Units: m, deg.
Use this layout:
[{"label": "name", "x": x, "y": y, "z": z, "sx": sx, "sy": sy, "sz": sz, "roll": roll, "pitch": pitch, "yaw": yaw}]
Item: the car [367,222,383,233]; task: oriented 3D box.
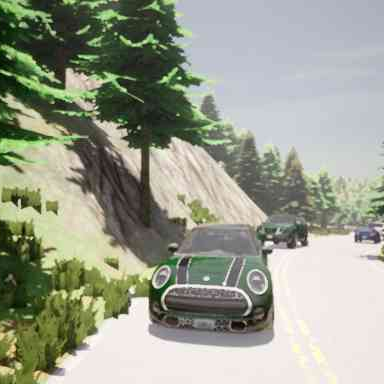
[{"label": "car", "x": 22.063, "y": 4.665, "z": 39.653, "sx": 2.150, "sy": 2.045, "sz": 5.566, "roll": -1, "pitch": -6, "yaw": 33}]

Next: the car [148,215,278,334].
[{"label": "car", "x": 0.636, "y": 1.496, "z": 7.269, "sx": 2.097, "sy": 1.767, "sz": 4.553, "roll": 0, "pitch": -2, "yaw": 12}]

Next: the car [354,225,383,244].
[{"label": "car", "x": 16.362, "y": 4.006, "z": 31.005, "sx": 1.812, "sy": 1.442, "sz": 4.674, "roll": -1, "pitch": -6, "yaw": 34}]

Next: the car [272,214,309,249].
[{"label": "car", "x": 5.769, "y": 2.398, "z": 20.920, "sx": 2.150, "sy": 2.045, "sz": 5.566, "roll": -1, "pitch": -6, "yaw": 31}]

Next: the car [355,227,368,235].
[{"label": "car", "x": 32.669, "y": 7.517, "z": 64.268, "sx": 1.812, "sy": 1.442, "sz": 4.674, "roll": 0, "pitch": -6, "yaw": 21}]
